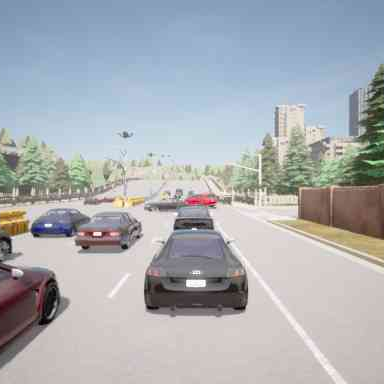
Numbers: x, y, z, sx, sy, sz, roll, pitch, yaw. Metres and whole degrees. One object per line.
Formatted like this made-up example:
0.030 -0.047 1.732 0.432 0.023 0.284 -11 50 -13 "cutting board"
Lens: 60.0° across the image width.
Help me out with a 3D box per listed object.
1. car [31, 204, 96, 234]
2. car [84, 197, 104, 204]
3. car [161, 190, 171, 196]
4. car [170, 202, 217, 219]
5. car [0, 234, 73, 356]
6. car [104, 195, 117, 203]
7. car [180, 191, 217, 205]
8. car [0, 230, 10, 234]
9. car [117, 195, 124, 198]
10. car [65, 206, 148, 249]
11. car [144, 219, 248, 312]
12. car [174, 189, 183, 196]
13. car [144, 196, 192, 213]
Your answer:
-6.912 1.564 18.007 1.994 1.385 4.181 0 0 0 "car"
-17.598 1.564 58.680 1.994 1.385 4.181 0 0 0 "car"
-7.164 1.024 86.978 1.882 1.535 5.008 0 3 0 "car"
0.090 1.478 16.803 1.882 1.535 5.008 0 0 0 "car"
-3.404 1.564 4.469 1.994 1.385 4.181 0 0 0 "car"
-17.554 1.594 68.750 1.895 1.301 4.718 0 0 0 "car"
1.139 1.220 46.521 2.150 2.045 5.566 -2 1 -37 "car"
-6.904 1.491 9.166 2.128 1.511 4.902 0 0 0 "car"
-17.614 1.477 78.992 1.895 1.301 4.718 0 1 0 "car"
-3.403 1.547 14.446 2.033 1.411 5.357 0 0 0 "car"
0.091 1.564 7.813 1.994 1.385 4.181 0 0 1 "car"
-3.663 0.903 86.963 2.097 1.767 4.553 0 3 0 "car"
-2.917 1.491 36.813 4.902 1.511 2.128 0 0 -18 "car"
